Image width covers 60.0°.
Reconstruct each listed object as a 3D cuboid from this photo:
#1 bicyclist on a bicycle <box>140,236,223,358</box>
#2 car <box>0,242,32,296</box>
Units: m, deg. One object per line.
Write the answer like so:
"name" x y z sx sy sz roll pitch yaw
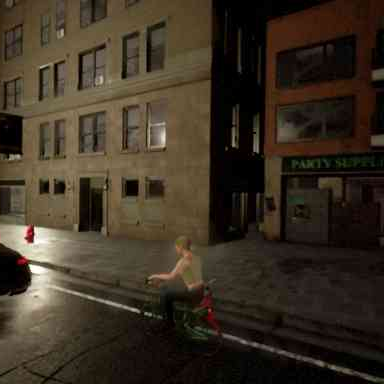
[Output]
"bicyclist on a bicycle" -0.200 1.434 4.800 1.509 1.612 0.866 0 0 35
"car" -5.469 1.558 7.498 4.181 1.385 1.994 0 0 36
